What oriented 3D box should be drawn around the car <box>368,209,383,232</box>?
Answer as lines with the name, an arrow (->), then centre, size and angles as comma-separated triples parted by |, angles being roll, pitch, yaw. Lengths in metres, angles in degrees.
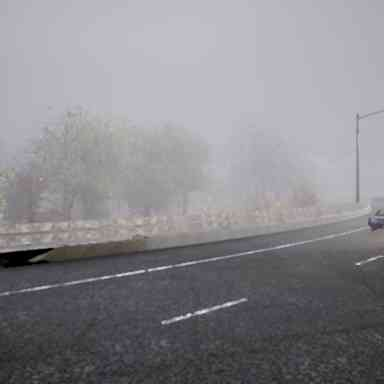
car -> 12.015, 1.626, 19.582 | 1.895, 1.301, 4.718 | 0, 0, 43

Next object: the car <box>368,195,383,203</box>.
car -> 36.780, 1.417, 65.018 | 1.882, 1.535, 5.008 | 0, 0, 13
